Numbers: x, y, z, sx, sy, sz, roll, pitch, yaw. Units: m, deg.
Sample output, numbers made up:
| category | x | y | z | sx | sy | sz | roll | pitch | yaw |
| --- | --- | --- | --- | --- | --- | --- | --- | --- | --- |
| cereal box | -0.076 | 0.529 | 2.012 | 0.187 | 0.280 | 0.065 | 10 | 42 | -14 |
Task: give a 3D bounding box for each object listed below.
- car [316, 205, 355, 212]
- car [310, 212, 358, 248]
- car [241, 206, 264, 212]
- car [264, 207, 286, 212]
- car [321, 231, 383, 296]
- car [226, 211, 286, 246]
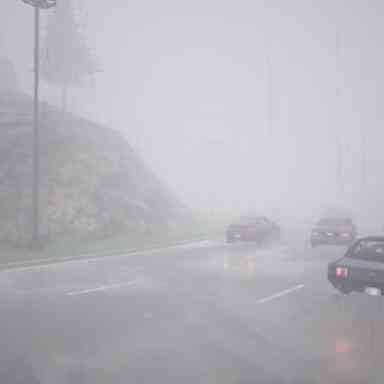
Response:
| category | x | y | z | sx | sy | sz | roll | pitch | yaw |
| --- | --- | --- | --- | --- | --- | --- | --- | --- | --- |
| car | 16.337 | 2.405 | 37.134 | 2.033 | 1.411 | 5.357 | 0 | -2 | -3 |
| car | 7.147 | 1.937 | 16.616 | 2.033 | 1.411 | 5.357 | -1 | -2 | 28 |
| car | 8.423 | 2.772 | 48.142 | 1.994 | 1.385 | 4.181 | 0 | -2 | -7 |
| car | 11.982 | 2.804 | 49.004 | 1.895 | 1.301 | 4.718 | 0 | -2 | -8 |
| car | 5.211 | 1.792 | 8.517 | 1.895 | 1.301 | 4.718 | -2 | -2 | 42 |
| car | 3.391 | 1.979 | 17.938 | 1.812 | 1.442 | 4.674 | -1 | -1 | 31 |
